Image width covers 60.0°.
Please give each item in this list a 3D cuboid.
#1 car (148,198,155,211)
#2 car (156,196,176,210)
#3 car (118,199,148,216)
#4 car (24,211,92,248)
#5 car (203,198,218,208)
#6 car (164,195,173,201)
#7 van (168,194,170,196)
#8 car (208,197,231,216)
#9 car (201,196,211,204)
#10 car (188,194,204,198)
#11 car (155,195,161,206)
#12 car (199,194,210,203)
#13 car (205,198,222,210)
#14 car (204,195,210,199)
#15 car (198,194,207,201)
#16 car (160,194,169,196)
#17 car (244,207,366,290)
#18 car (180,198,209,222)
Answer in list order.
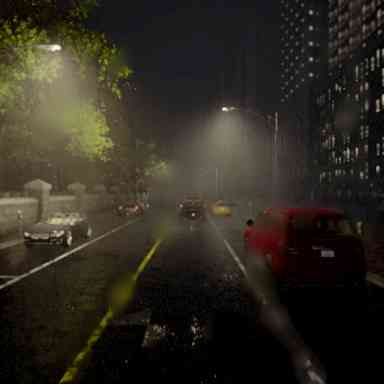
[{"bbox_3d":[-5.700,1.526,37.142,2.008,1.369,4.403,0,0,0],"label":"car"},{"bbox_3d":[-3.046,1.542,42.438,1.994,1.385,4.181,0,0,1],"label":"car"},{"bbox_3d":[-5.699,1.417,31.511,1.967,1.590,4.097,0,0,0],"label":"car"},{"bbox_3d":[-5.696,1.539,14.615,2.008,1.369,4.403,0,0,0],"label":"car"},{"bbox_3d":[2.677,1.547,48.408,1.947,1.339,4.313,0,0,0],"label":"car"},{"bbox_3d":[-5.711,1.549,82.201,1.887,1.381,4.507,0,0,0],"label":"car"},{"bbox_3d":[-5.707,1.330,65.304,1.690,1.788,3.998,0,0,0],"label":"van"},{"bbox_3d":[2.681,1.503,31.683,1.752,1.417,4.829,0,0,0],"label":"car"},{"bbox_3d":[2.674,1.515,65.475,1.752,1.417,4.829,0,0,0],"label":"car"},{"bbox_3d":[0.087,1.328,41.545,2.097,1.767,4.553,0,0,0],"label":"car"},{"bbox_3d":[-5.703,1.562,48.407,1.802,1.307,4.206,0,0,0],"label":"car"},{"bbox_3d":[2.672,1.309,70.939,2.192,1.841,5.009,0,0,0],"label":"car"},{"bbox_3d":[2.678,1.522,42.776,1.887,1.381,4.507,0,0,0],"label":"car"},{"bbox_3d":[2.680,1.416,37.145,1.967,1.590,4.097,0,0,0],"label":"car"},{"bbox_3d":[2.667,1.327,87.836,2.192,1.841,5.009,0,0,0],"label":"car"},{"bbox_3d":[-5.706,1.552,59.672,1.947,1.339,4.313,0,0,0],"label":"car"},{"bbox_3d":[2.687,1.308,8.983,2.192,1.841,5.009,0,0,0],"label":"car"},{"bbox_3d":[0.090,1.458,25.868,1.882,1.535,5.008,0,0,0],"label":"car"}]
